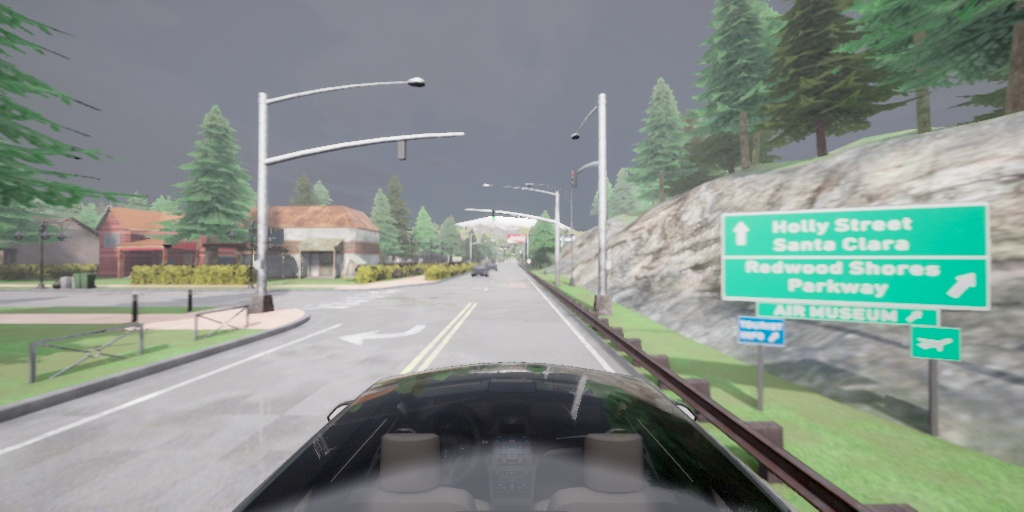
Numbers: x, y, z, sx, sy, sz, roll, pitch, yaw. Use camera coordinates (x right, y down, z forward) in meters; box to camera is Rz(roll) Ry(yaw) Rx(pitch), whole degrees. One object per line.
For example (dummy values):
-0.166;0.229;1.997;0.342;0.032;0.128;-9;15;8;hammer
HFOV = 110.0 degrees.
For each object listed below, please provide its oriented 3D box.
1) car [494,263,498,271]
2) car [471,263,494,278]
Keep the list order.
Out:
-3.512;1.970;64.013;2.033;1.411;5.357;0;-1;0;car
-3.593;1.724;41.264;2.033;1.411;5.357;0;-1;0;car
